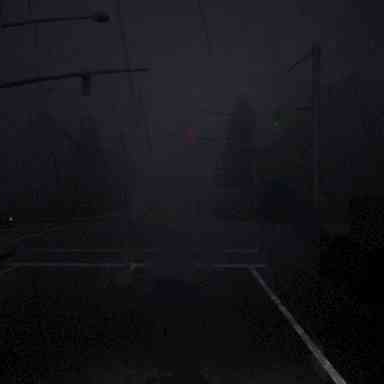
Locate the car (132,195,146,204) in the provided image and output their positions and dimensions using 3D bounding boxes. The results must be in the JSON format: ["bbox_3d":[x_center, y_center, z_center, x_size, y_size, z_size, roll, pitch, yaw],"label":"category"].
[{"bbox_3d":[-9.289,1.481,61.899,1.812,1.442,4.674,0,0,-25],"label":"car"}]

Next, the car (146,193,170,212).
[{"bbox_3d":[-3.822,1.193,38.975,2.150,2.045,5.566,0,0,-3],"label":"car"}]

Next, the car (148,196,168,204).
[{"bbox_3d":[-6.733,1.501,64.921,2.033,1.411,5.357,0,0,-26],"label":"car"}]

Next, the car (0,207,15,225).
[{"bbox_3d":[-13.954,1.510,21.390,4.674,1.442,1.812,0,0,0],"label":"car"}]
